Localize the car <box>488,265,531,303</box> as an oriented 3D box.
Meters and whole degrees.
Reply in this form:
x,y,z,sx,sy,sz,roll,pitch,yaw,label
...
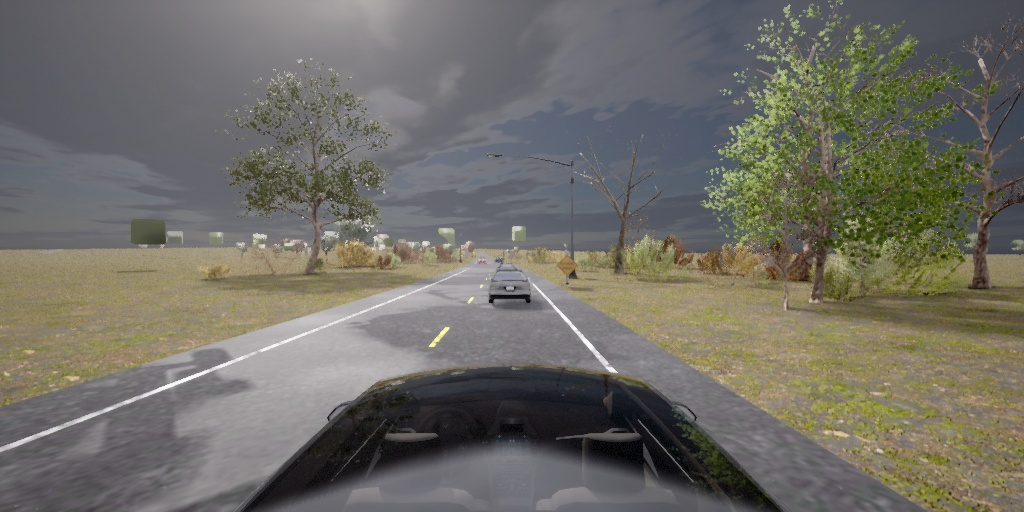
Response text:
x,y,z,sx,sy,sz,roll,pitch,yaw,label
-0.115,1.306,16.554,2.033,1.411,5.357,0,0,-1,car

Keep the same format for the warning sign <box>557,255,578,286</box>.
x,y,z,sx,sy,sz,roll,pitch,yaw,label
3.343,0.852,21.795,1.300,1.860,1.060,0,0,-1,warning sign

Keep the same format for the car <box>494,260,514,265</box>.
x,y,z,sx,sy,sz,roll,pitch,yaw,label
-0.455,1.300,31.577,1.994,1.385,4.181,0,0,-2,car
